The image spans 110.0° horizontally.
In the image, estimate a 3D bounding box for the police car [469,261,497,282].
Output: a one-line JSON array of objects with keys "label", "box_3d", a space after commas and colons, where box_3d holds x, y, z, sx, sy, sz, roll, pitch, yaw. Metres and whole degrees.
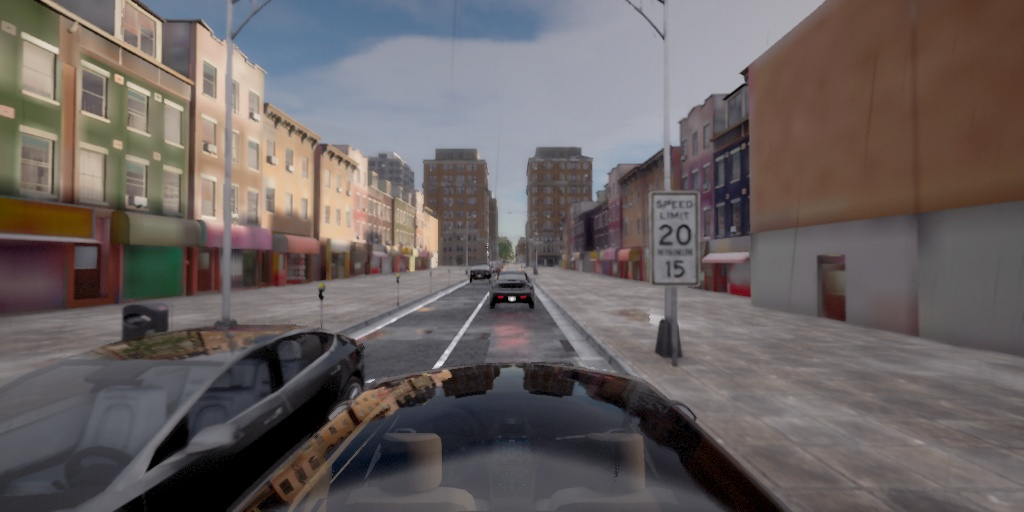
[{"label": "police car", "box_3d": [-2.743, 1.501, 32.845, 1.930, 1.638, 5.238, 0, -1, 0]}]

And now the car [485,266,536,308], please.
[{"label": "car", "box_3d": [0.008, 1.402, 16.157, 1.837, 1.490, 4.892, 0, 0, 0]}]

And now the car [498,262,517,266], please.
[{"label": "car", "box_3d": [0.014, 1.536, 31.327, 1.882, 1.535, 5.008, 0, 0, 0]}]

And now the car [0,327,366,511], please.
[{"label": "car", "box_3d": [-2.637, 1.325, 2.731, 1.948, 1.339, 4.313, 0, 0, 0]}]

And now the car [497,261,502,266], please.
[{"label": "car", "box_3d": [-2.627, 1.566, 47.636, 2.192, 1.841, 5.009, 0, 0, 0]}]
